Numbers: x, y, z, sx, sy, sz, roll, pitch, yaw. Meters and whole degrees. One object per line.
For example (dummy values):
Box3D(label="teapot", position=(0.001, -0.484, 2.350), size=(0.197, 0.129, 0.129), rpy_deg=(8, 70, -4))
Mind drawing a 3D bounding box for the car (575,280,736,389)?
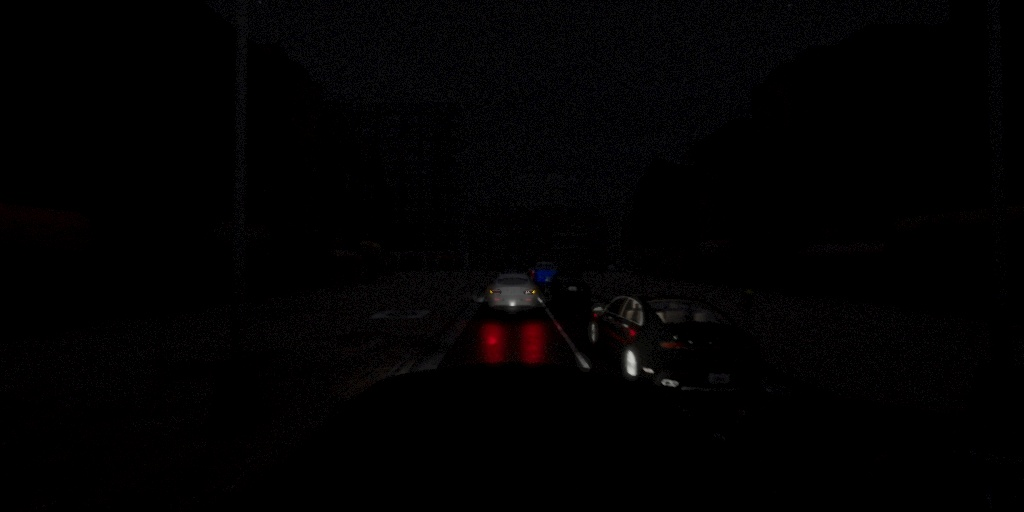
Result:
Box3D(label="car", position=(2.637, 1.348, 6.741), size=(2.007, 1.370, 4.403), rpy_deg=(0, 0, 0))

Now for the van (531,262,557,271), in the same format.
Box3D(label="van", position=(2.633, 1.355, 28.490), size=(1.690, 1.789, 3.998), rpy_deg=(0, 0, 0))

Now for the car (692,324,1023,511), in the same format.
Box3D(label="car", position=(2.638, 1.328, 1.304), size=(1.802, 1.307, 4.207), rpy_deg=(0, 0, 0))

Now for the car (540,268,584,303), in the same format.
Box3D(label="car", position=(2.635, 1.469, 17.615), size=(1.948, 1.339, 4.313), rpy_deg=(0, 0, 0))

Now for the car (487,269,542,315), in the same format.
Box3D(label="car", position=(0.044, 1.396, 14.189), size=(1.812, 1.442, 4.674), rpy_deg=(0, -1, 1))

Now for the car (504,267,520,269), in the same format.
Box3D(label="car", position=(0.020, 1.548, 27.069), size=(2.033, 1.411, 5.357), rpy_deg=(0, -1, 1))
